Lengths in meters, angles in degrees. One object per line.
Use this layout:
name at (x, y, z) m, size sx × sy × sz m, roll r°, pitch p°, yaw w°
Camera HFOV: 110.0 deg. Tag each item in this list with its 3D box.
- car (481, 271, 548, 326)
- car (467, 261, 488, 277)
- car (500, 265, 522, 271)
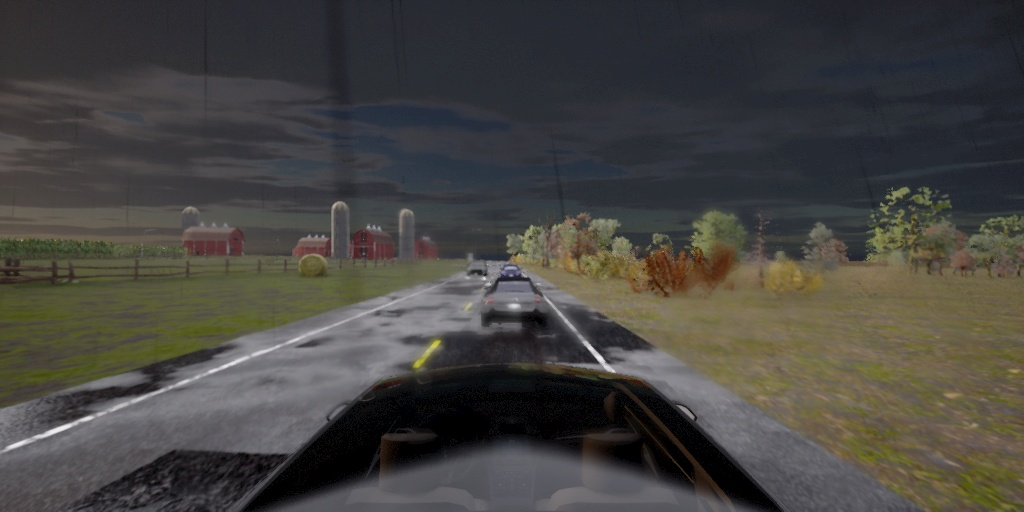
car at (0.064, 1.380, 11.954) m, size 1.994 × 1.385 × 4.181 m, roll 0°, pitch 0°, yaw 0°
car at (-3.802, 1.356, 40.143) m, size 2.097 × 1.767 × 4.553 m, roll 0°, pitch 0°, yaw -1°
car at (-0.096, 1.472, 31.599) m, size 1.812 × 1.442 × 4.674 m, roll 0°, pitch 0°, yaw -1°
